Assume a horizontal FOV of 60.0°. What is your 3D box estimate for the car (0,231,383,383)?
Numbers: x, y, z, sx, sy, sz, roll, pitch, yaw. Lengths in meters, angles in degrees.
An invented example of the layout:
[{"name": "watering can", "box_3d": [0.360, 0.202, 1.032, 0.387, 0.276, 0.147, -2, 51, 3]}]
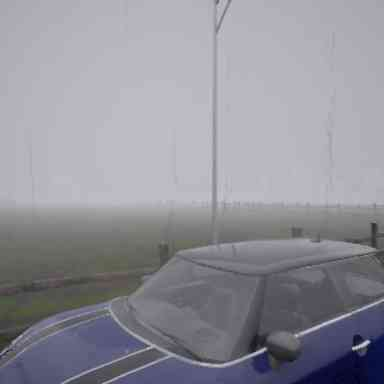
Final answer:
[{"name": "car", "box_3d": [0.418, 1.363, 3.324, 4.553, 1.767, 2.097, 0, 0, -35]}]
